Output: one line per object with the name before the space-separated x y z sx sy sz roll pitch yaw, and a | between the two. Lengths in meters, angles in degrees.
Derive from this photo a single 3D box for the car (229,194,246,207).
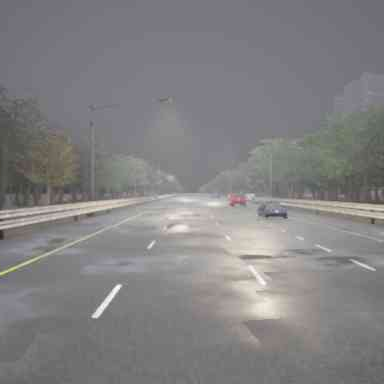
car | 7.147 1.280 52.890 2.150 2.045 5.566 0 0 0

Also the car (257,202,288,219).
car | 7.050 1.586 29.580 1.994 1.385 4.181 0 0 0
